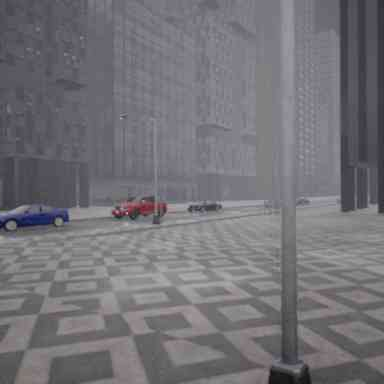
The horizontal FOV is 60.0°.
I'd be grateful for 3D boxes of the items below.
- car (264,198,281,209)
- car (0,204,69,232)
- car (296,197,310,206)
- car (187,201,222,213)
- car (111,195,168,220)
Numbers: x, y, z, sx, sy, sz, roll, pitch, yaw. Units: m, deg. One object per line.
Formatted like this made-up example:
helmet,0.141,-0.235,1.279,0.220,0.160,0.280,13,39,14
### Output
car,11.855,1.583,46.634,2.033,1.411,5.357,0,0,36
car,-10.458,1.576,21.523,1.882,1.535,5.008,0,0,36
car,17.888,1.500,54.896,1.882,1.535,5.008,0,0,36
car,1.464,1.672,37.830,1.895,1.301,4.718,0,0,36
car,-4.527,1.306,29.643,2.150,2.045,5.566,0,0,36
